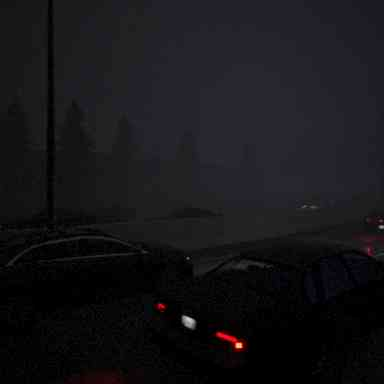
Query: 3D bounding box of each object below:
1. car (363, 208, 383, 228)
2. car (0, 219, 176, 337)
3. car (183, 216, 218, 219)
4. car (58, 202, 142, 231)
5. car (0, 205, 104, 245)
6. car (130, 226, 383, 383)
[{"bbox_3d":[11.524,1.549,19.156,1.895,1.301,4.718,0,0,43],"label":"car"},{"bbox_3d":[-2.185,1.501,6.720,4.902,1.511,2.128,0,0,-37],"label":"car"},{"bbox_3d":[-0.531,1.479,17.365,5.008,1.535,1.882,0,0,-42],"label":"car"},{"bbox_3d":[-5.959,1.516,21.887,4.902,1.511,2.128,0,0,-42],"label":"car"},{"bbox_3d":[-7.109,1.508,16.378,5.008,1.535,1.882,0,0,-39],"label":"car"},{"bbox_3d":[1.917,1.540,5.400,5.357,1.411,2.033,0,0,-39],"label":"car"}]
